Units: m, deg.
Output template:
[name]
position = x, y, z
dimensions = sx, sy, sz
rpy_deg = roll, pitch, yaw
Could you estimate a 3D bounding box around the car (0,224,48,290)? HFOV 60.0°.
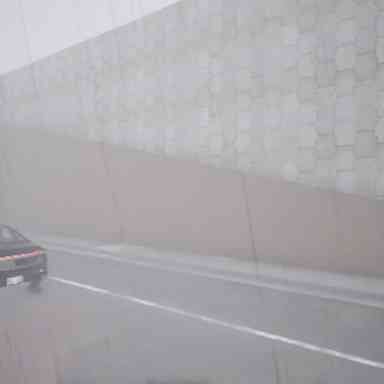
[car]
position = -5.341, 1.469, 7.785
dimensions = 4.902, 1.511, 2.128
rpy_deg = 0, 0, 36
